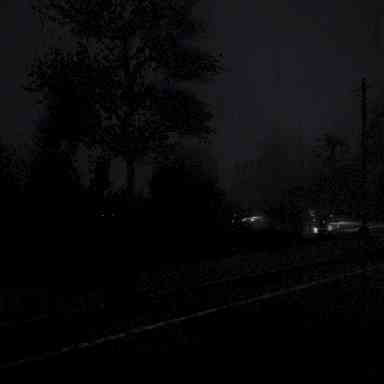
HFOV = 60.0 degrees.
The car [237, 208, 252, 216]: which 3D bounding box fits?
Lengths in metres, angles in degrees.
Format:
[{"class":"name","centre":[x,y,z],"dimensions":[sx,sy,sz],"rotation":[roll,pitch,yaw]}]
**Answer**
[{"class":"car","centre":[3.929,1.769,33.222],"dimensions":[1.994,1.385,4.181],"rotation":[0,-1,-41]}]

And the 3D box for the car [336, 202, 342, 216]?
[{"class":"car","centre":[9.323,1.651,26.772],"dimensions":[1.994,1.385,4.181],"rotation":[0,-1,-39]}]

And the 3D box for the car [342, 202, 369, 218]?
[{"class":"car","centre":[14.527,1.658,31.759],"dimensions":[1.994,1.385,4.181],"rotation":[0,-1,-38]}]

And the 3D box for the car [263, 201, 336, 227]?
[{"class":"car","centre":[7.309,1.426,23.648],"dimensions":[2.097,1.767,4.553],"rotation":[0,-1,-38]}]
